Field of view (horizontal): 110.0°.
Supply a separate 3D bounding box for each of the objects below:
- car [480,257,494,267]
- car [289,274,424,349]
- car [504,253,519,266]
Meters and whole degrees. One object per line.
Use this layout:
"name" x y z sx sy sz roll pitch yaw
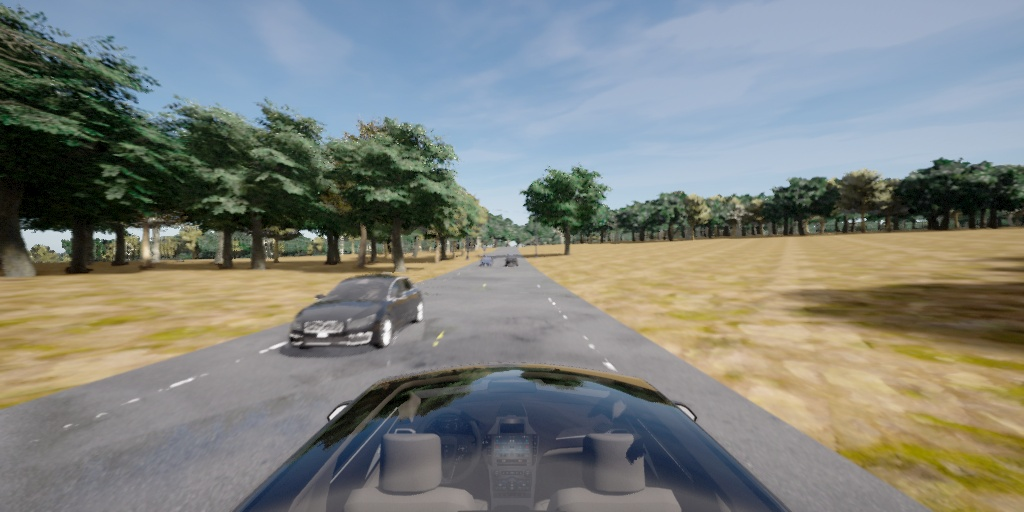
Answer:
"car" -3.662 0.849 52.837 2.033 1.411 5.357 0 1 0
"car" -3.607 1.264 9.247 1.837 1.490 4.892 0 0 0
"car" -0.069 0.696 54.406 1.837 1.490 4.892 0 1 0
